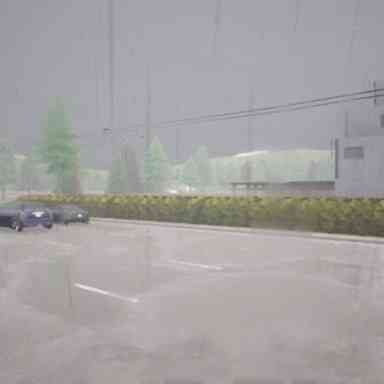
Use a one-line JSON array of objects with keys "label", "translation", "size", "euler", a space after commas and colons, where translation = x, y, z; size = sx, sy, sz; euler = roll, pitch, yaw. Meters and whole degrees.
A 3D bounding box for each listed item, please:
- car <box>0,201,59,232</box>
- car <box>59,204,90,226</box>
[{"label": "car", "translation": [-10.426, 1.335, 20.074], "size": [4.553, 1.767, 2.097], "euler": [0, 0, 36]}, {"label": "car", "translation": [-9.141, 1.548, 23.458], "size": [4.181, 1.385, 1.994], "euler": [0, 0, 36]}]
